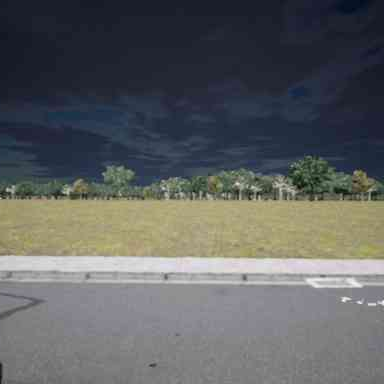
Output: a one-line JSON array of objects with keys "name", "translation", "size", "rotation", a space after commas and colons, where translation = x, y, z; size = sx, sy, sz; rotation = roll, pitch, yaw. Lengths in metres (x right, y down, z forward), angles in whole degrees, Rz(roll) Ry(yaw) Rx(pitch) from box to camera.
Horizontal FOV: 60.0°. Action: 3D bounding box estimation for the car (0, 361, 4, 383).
[{"name": "car", "translation": [-2.806, 1.486, 0.739], "size": [2.128, 1.511, 4.902], "rotation": [0, 0, 13]}]
